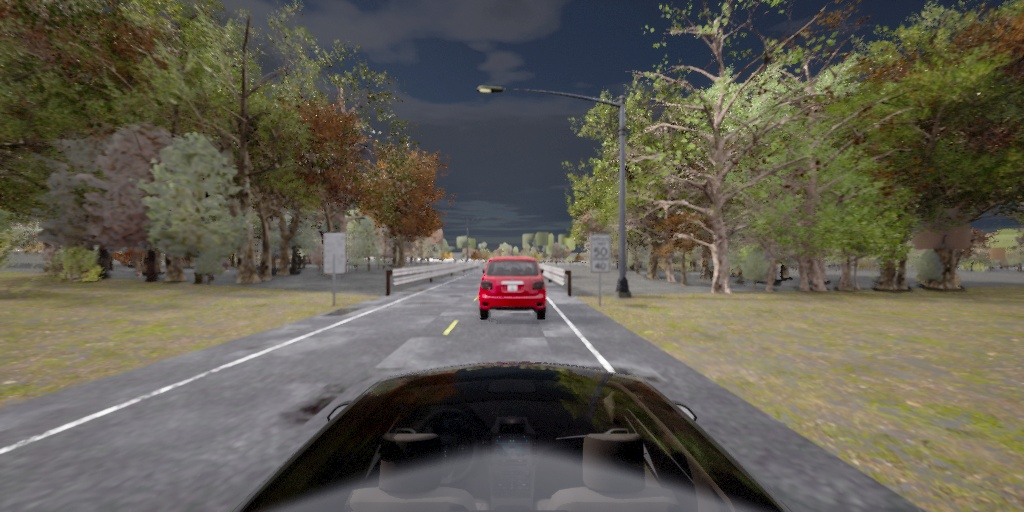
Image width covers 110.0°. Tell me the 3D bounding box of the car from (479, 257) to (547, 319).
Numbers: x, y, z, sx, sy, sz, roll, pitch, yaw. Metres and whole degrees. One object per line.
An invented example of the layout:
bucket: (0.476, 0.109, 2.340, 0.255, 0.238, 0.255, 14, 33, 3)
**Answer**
car: (0.040, 1.040, 13.260, 2.150, 2.045, 5.566, 0, 0, 1)
